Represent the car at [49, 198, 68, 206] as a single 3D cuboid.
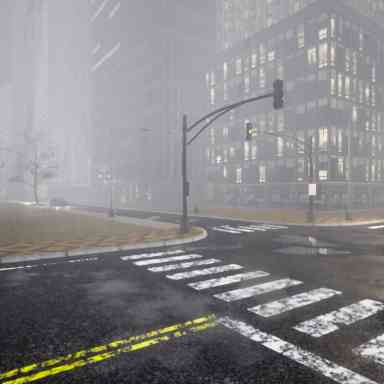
[{"bbox_3d":[-21.749,1.606,54.191,1.895,1.301,4.718,0,0,-35],"label":"car"}]
